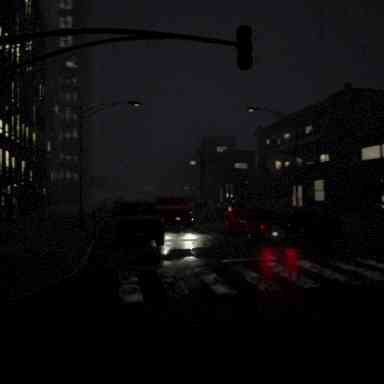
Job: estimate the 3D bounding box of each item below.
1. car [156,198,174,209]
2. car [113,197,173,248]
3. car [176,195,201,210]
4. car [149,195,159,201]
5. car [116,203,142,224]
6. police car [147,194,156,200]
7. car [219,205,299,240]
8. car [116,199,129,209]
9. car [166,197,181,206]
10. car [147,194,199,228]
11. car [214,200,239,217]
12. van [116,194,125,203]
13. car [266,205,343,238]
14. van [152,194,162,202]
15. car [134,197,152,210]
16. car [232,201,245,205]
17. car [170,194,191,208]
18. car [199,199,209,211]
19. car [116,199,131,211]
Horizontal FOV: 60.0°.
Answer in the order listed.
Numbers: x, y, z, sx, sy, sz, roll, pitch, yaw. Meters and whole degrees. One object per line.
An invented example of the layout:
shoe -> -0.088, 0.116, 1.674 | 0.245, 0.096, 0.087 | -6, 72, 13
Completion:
car -> -3.789, 1.594, 46.293 | 1.895, 1.301, 4.718 | -1, 0, -12
car -> -2.473, 1.311, 15.103 | 2.192, 1.841, 5.009 | 0, 0, -13
car -> -0.542, 1.281, 44.009 | 2.192, 1.841, 5.009 | 0, 0, -13
car -> -9.274, 1.553, 81.842 | 1.947, 1.339, 4.313 | 0, 0, -13
car -> -4.968, 1.599, 25.912 | 1.802, 1.307, 4.206 | 0, 0, -13
police car -> -11.366, 1.409, 92.230 | 1.930, 1.638, 5.238 | -1, 0, -13
car -> 3.133, 1.543, 16.729 | 1.895, 1.301, 4.718 | -1, 0, -14
car -> -9.956, 1.631, 47.530 | 1.802, 1.307, 4.206 | 0, 0, -13
car -> -3.076, 1.502, 54.986 | 1.752, 1.417, 4.829 | 0, 0, -13
car -> -1.425, 1.205, 22.022 | 2.150, 2.045, 5.566 | -1, 0, -13
car -> 3.197, 1.380, 27.797 | 1.967, 1.590, 4.097 | 0, 0, -13
van -> -14.944, 1.403, 69.149 | 1.690, 1.788, 3.998 | 0, 0, -13
car -> 5.692, 1.464, 16.987 | 1.887, 1.381, 4.507 | 0, 0, -13
van -> -8.026, 1.328, 76.438 | 1.690, 1.788, 3.998 | 0, 0, -13
car -> -6.700, 1.513, 45.133 | 2.128, 1.511, 4.902 | -1, 0, -12
car -> 4.445, 1.511, 22.390 | 1.802, 1.307, 4.206 | 0, 0, -13
car -> -1.790, 1.287, 49.416 | 2.192, 1.841, 5.009 | 0, 0, -13
car -> 0.704, 1.509, 38.605 | 2.008, 1.369, 4.403 | 0, 0, -13
car -> -8.709, 1.624, 42.124 | 1.802, 1.307, 4.206 | 0, 0, -13
